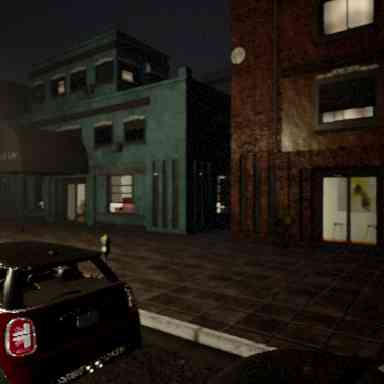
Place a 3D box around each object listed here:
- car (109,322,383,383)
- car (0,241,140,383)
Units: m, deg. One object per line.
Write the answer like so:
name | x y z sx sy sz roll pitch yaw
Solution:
car | 1.900 1.551 1.518 4.403 1.369 2.008 0 0 36
car | -2.738 1.442 4.826 4.097 1.590 1.967 0 0 36
